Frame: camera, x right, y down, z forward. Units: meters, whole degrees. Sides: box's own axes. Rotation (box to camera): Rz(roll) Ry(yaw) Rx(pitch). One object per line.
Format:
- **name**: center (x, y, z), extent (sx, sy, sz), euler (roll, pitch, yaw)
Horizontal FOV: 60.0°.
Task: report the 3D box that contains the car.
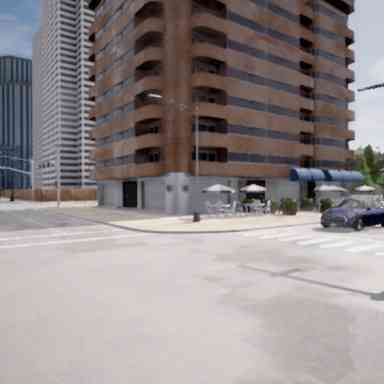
- **car**: center (9.524, 1.190, 19.353), extent (4.553, 1.767, 2.097), euler (0, 0, -35)
